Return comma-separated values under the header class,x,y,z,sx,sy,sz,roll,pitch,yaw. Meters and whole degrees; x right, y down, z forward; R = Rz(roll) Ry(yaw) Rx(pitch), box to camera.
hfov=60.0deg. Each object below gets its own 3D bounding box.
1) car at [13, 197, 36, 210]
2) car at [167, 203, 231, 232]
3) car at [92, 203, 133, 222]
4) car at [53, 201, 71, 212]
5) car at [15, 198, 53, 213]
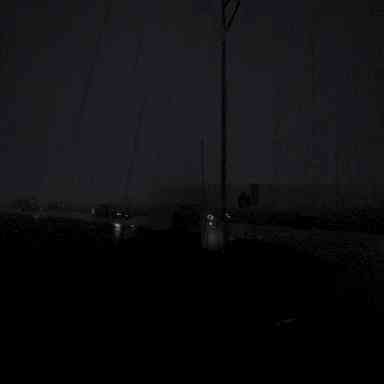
class,x,y,z,sx,sy,sz,roll,pitch,yaw
car,-25.890,1.765,51.750,5.566,2.045,2.150,-1,0,42
car,0.411,1.519,21.827,2.097,1.767,4.553,-1,0,-42
car,-7.235,1.780,30.018,1.837,1.490,4.892,-1,0,-44
car,-18.168,1.929,44.784,4.902,1.511,2.128,-1,0,43
car,-20.472,1.955,43.041,4.902,1.511,2.128,-1,0,43
